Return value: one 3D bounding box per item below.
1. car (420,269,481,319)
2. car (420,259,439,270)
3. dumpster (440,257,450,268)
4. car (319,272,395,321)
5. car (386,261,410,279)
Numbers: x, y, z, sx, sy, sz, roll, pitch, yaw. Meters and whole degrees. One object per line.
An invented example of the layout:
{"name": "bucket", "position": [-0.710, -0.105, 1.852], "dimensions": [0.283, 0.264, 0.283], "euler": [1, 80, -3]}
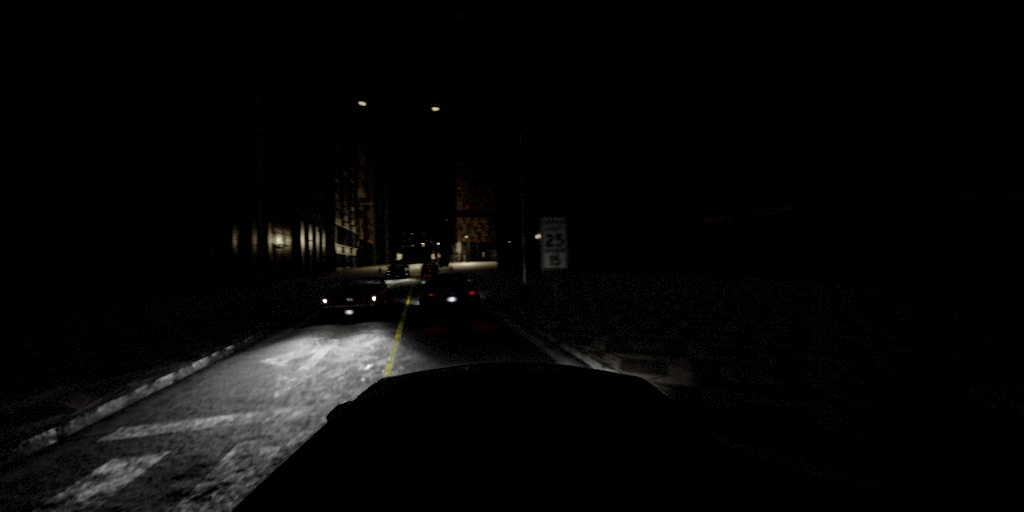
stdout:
{"name": "car", "position": [-2.383, 1.359, 13.318], "dimensions": [1.994, 1.385, 4.181], "euler": [-1, 0, -14]}
{"name": "car", "position": [-9.257, 1.424, 40.389], "dimensions": [1.882, 1.535, 5.008], "euler": [-1, 0, -14]}
{"name": "dumpster", "position": [-12.056, 1.396, 64.028], "dimensions": [1.020, 1.700, 1.940], "euler": [0, 0, -14]}
{"name": "car", "position": [-5.671, 1.478, 13.464], "dimensions": [1.895, 1.301, 4.718], "euler": [-1, 0, -14]}
{"name": "car", "position": [-11.382, 1.354, 36.081], "dimensions": [2.097, 1.767, 4.553], "euler": [-1, 0, -14]}
